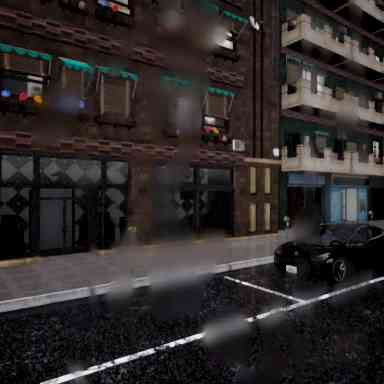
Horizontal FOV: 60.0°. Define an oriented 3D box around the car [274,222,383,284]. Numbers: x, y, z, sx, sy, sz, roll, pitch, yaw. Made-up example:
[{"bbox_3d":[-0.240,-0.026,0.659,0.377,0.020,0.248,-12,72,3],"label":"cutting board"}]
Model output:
[{"bbox_3d":[4.270,1.566,9.622,4.313,1.339,1.947,0,0,-36],"label":"car"}]
